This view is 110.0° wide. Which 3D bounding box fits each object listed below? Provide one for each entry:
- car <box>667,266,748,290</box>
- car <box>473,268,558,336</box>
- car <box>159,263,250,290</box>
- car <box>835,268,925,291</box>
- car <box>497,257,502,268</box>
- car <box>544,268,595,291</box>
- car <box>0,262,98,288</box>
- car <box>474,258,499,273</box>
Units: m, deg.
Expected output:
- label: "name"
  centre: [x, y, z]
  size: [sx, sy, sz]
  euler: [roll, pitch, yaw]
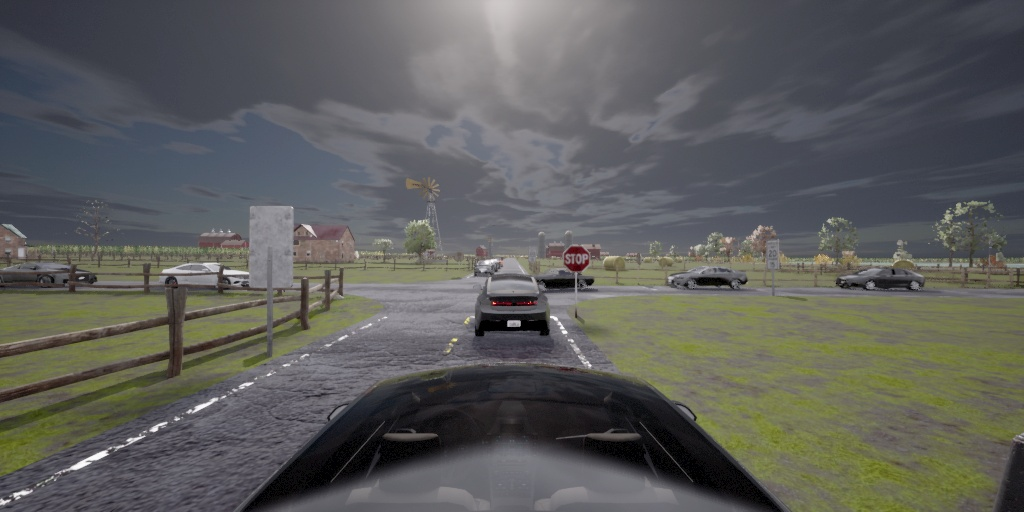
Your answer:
- label: "car"
  centre: [12.828, 1.396, 23.634]
  size: [4.902, 1.511, 2.128]
  euler: [1, -1, -2]
- label: "car"
  centre: [-0.061, 1.256, 10.378]
  size: [1.837, 1.490, 4.892]
  euler: [0, 0, -3]
- label: "car"
  centre: [-17.217, 1.103, 20.359]
  size: [4.674, 1.442, 1.812]
  euler: [1, -1, -1]
- label: "car"
  centre: [24.358, 1.519, 23.819]
  size: [4.892, 1.490, 1.837]
  euler: [0, -1, -1]
- label: "car"
  centre: [-2.789, 1.241, 46.514]
  size: [2.128, 1.511, 4.902]
  euler: [0, 0, 0]
- label: "car"
  centre: [2.479, 1.383, 21.159]
  size: [4.718, 1.301, 1.895]
  euler: [1, -1, -29]
- label: "car"
  centre: [-26.338, 1.048, 20.250]
  size: [4.181, 1.385, 1.994]
  euler: [1, -1, -1]
- label: "car"
  centre: [-2.809, 1.243, 37.069]
  size: [2.128, 1.511, 4.902]
  euler: [0, 0, 0]
